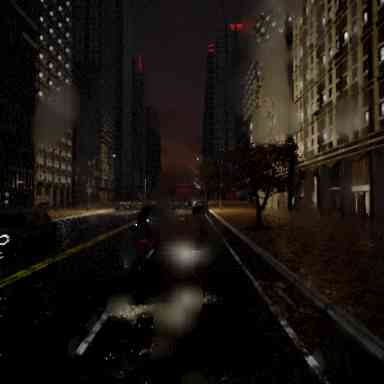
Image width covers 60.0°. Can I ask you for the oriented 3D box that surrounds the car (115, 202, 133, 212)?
[{"bbox_3d":[-9.815,2.124,48.446,1.994,1.385,4.181,0,-1,0],"label":"car"}]

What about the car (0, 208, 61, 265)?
[{"bbox_3d":[-6.581,1.492,12.121,2.097,1.767,4.553,0,-1,0],"label":"car"}]

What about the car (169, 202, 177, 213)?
[{"bbox_3d":[-3.144,2.066,44.912,2.033,1.411,5.357,0,-1,0],"label":"car"}]

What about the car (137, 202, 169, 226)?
[{"bbox_3d":[-3.146,1.811,26.373,1.837,1.490,4.892,0,0,0],"label":"car"}]

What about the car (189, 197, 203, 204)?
[{"bbox_3d":[0.981,1.852,54.291,2.150,2.045,5.566,0,-1,0],"label":"car"}]

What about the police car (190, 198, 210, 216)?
[{"bbox_3d":[0.980,1.869,38.366,1.930,1.638,5.238,0,-1,0],"label":"police car"}]

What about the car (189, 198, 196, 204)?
[{"bbox_3d":[0.011,2.395,91.239,1.882,1.535,5.008,0,-1,0],"label":"car"}]
